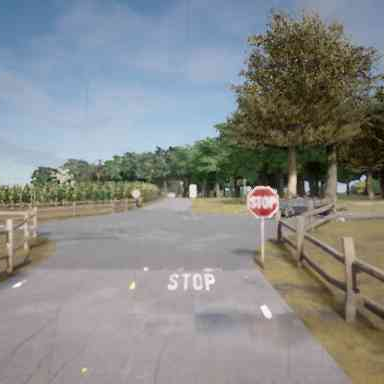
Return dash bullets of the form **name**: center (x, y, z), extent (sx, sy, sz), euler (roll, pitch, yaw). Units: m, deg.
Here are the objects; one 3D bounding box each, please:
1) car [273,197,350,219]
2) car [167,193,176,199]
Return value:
- **car**: center (7.775, 1.069, 22.800), extent (5.357, 1.411, 2.033), euler (-2, -2, 0)
- **car**: center (-4.857, 0.857, 79.796), extent (1.812, 1.442, 4.674), euler (0, 0, 0)
